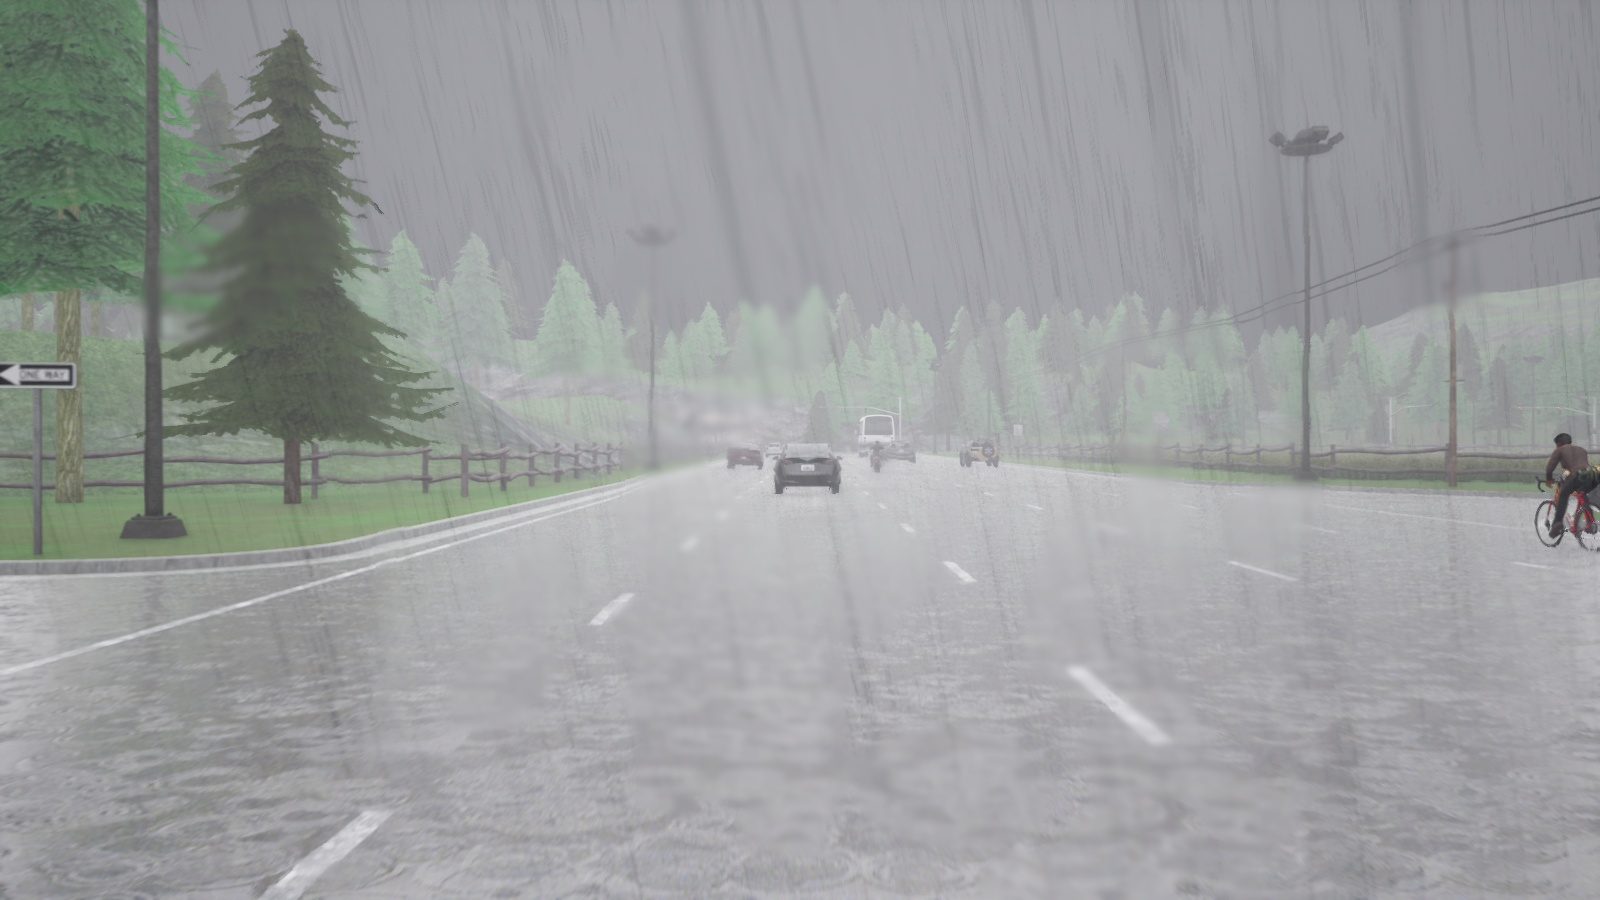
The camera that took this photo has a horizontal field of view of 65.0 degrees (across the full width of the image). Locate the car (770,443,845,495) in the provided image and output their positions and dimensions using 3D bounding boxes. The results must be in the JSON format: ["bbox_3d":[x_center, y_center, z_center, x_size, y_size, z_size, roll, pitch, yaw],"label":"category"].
[{"bbox_3d":[0.232,0.530,38.405,2.163,1.488,4.792,0,0,0],"label":"car"}]

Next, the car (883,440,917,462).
[{"bbox_3d":[7.553,0.059,95.368,2.242,1.667,4.611,0,0,0],"label":"car"}]

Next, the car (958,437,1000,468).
[{"bbox_3d":[10.950,0.137,77.091,1.932,1.855,4.605,0,0,0],"label":"car"}]

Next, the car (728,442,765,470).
[{"bbox_3d":[-3.074,0.312,72.726,1.882,1.535,5.008,0,0,0],"label":"car"}]

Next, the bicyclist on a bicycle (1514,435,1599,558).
[{"bbox_3d":[10.613,0.610,17.342,0.582,1.620,1.656,0,0,0],"label":"bicyclist on a bicycle"}]

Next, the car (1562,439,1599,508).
[{"bbox_3d":[20.385,0.543,28.203,5.366,1.575,1.801,0,0,42],"label":"car"}]
